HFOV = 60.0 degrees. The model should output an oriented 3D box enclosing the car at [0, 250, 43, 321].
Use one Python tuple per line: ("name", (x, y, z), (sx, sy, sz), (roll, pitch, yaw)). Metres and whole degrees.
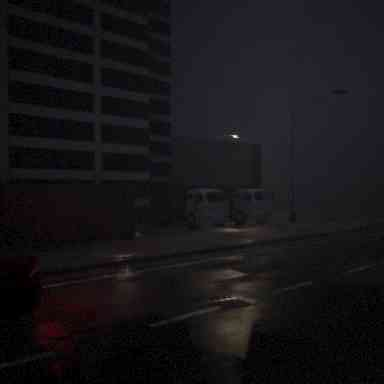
("car", (-4.891, 1.488, 4.788), (5.008, 1.535, 1.882), (0, 0, -35))
